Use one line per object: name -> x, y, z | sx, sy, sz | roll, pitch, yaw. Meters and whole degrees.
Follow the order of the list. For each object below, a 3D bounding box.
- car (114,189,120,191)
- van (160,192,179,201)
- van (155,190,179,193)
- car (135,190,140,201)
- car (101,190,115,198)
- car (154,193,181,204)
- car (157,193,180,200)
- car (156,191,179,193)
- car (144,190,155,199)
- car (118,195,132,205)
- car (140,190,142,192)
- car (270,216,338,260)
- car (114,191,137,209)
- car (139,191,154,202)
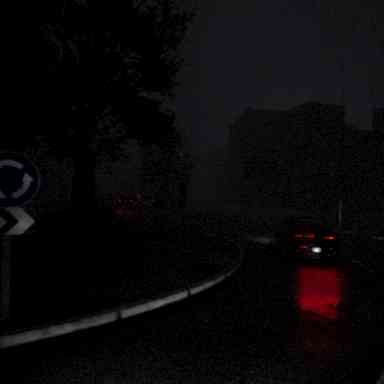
car -> -22.407, 0.602, 92.383 | 2.163, 1.488, 4.792 | 1, 1, 1
van -> -5.234, 0.988, 77.979 | 4.442, 1.987, 1.878 | 1, 1, -3
van -> -4.609, 1.159, 67.196 | 4.442, 1.987, 1.878 | 1, 1, -5
car -> -12.620, 1.026, 70.538 | 2.097, 1.767, 4.553 | 1, 1, -4
car -> -22.344, 0.673, 86.891 | 2.097, 1.535, 5.008 | 1, 1, -1
car -> -4.007, 1.468, 61.720 | 4.892, 1.521, 2.231 | 1, 1, -5
car -> -5.691, 1.154, 80.694 | 5.366, 1.575, 1.946 | 1, 1, -3
car -> -4.216, 1.303, 64.465 | 4.553, 1.767, 2.185 | 1, 1, -5
car -> -10.329, 0.651, 81.424 | 2.150, 2.045, 5.566 | 1, 1, -2
car -> -11.229, 1.379, 56.357 | 1.837, 1.490, 4.892 | 1, 1, -6
car -> -13.296, 0.934, 80.440 | 1.895, 1.301, 4.718 | 1, 1, -2
car -> 4.484, 1.741, 13.686 | 1.837, 1.490, 4.892 | 3, 0, 6
car -> -9.180, 1.252, 45.393 | 2.150, 2.045, 5.566 | 1, 1, -14
car -> -9.587, 1.239, 70.229 | 1.837, 1.490, 4.892 | 1, 1, -4
